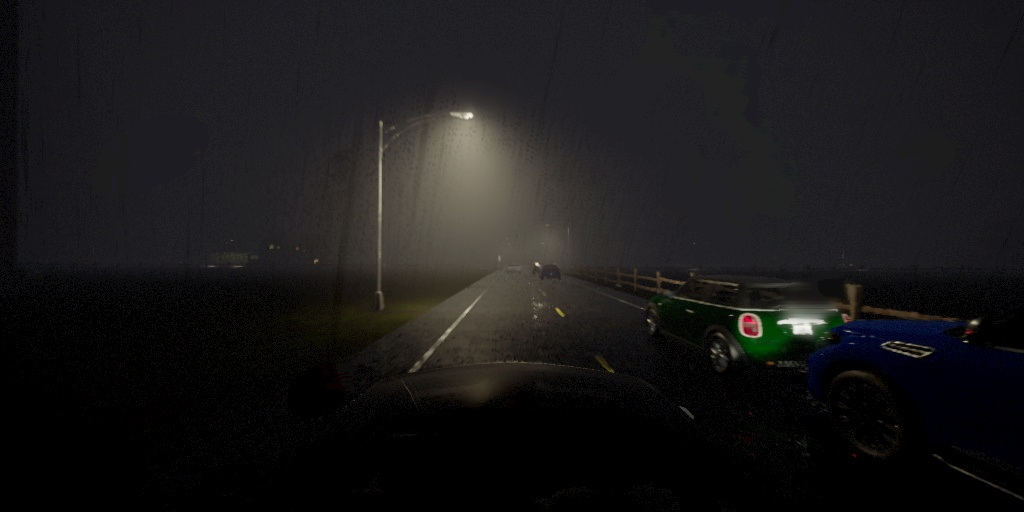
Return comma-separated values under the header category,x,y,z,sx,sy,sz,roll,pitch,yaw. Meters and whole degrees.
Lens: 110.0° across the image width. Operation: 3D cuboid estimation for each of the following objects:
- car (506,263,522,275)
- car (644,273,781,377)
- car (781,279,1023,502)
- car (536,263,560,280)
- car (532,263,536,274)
category,x,y,z,sx,sy,sz,roll,pitch,yaw
car,0.245,1.699,47.742,1.812,1.442,4.674,0,-1,0
car,4.568,1.187,7.741,2.097,1.767,4.553,0,0,0
car,4.537,1.011,1.803,2.150,2.045,5.566,0,0,0
car,3.748,1.566,36.340,1.882,1.535,5.008,0,0,1
car,3.760,1.716,49.889,2.128,1.511,4.902,0,-1,0
